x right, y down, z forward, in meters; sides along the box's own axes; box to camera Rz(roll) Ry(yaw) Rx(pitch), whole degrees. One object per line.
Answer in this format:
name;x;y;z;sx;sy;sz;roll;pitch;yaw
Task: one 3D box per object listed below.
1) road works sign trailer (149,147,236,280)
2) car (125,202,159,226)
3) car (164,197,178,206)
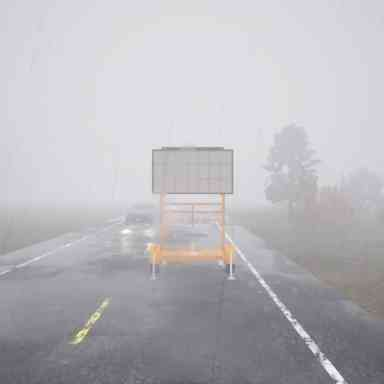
road works sign trailer;0.019;0.465;9.955;2.380;3.560;2.880;0;0;0
car;-3.455;1.483;23.654;1.882;1.535;5.008;0;0;0
car;-3.396;1.524;54.061;2.128;1.511;4.902;0;0;0
